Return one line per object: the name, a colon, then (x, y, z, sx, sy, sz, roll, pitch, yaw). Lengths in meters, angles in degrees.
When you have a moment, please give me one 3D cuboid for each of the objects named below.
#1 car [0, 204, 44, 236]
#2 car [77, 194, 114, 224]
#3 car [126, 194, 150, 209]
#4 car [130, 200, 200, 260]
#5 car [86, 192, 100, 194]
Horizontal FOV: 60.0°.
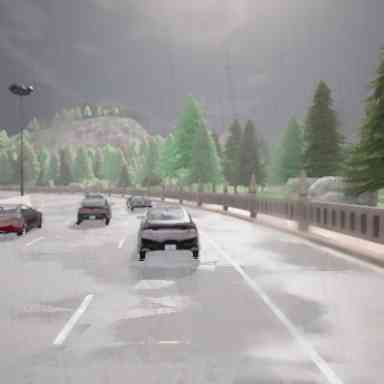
car: (-8.638, 1.252, 16.056, 1.994, 1.385, 4.181, 0, 1, -10)
car: (-6.012, 1.093, 20.759, 1.837, 1.490, 4.892, 0, 1, -12)
car: (-4.958, 0.928, 30.744, 2.033, 1.411, 5.357, 0, 1, -17)
car: (-0.878, 1.256, 11.517, 2.128, 1.511, 4.902, 0, 1, -7)
car: (-11.303, 0.740, 37.914, 2.128, 1.511, 4.902, -1, 1, -21)
